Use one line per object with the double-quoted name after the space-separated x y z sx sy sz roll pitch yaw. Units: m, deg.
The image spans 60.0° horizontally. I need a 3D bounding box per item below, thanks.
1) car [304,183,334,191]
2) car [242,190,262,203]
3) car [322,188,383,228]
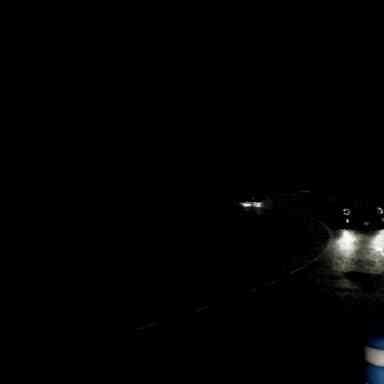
22.898 -0.980 59.886 5.357 1.411 2.033 -3 2 -13 "car"
7.097 0.478 39.748 1.994 1.385 4.181 -3 2 4 "car"
8.864 0.884 18.486 2.097 1.767 4.553 -2 2 9 "car"
